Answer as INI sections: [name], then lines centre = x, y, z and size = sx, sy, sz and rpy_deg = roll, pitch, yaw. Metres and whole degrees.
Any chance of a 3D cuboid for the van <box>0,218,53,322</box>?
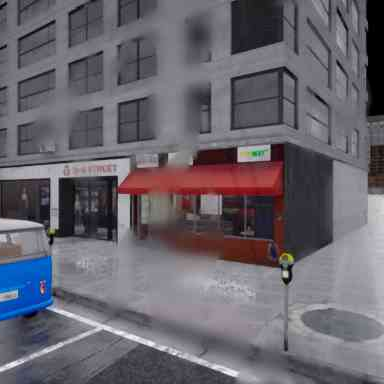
[van]
centre = -4.280, 1.340, 6.130
size = 3.998, 1.788, 1.690
rpy_deg = 0, 0, 35
